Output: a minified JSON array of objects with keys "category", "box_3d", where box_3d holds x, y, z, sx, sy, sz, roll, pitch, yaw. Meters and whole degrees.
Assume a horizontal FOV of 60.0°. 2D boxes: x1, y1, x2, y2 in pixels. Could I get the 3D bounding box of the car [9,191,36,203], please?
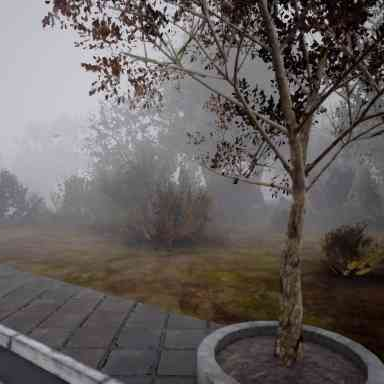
[{"category":"car","box_3d":[-20.535,0.946,38.298,2.150,2.045,5.566,1,0,32]}]
